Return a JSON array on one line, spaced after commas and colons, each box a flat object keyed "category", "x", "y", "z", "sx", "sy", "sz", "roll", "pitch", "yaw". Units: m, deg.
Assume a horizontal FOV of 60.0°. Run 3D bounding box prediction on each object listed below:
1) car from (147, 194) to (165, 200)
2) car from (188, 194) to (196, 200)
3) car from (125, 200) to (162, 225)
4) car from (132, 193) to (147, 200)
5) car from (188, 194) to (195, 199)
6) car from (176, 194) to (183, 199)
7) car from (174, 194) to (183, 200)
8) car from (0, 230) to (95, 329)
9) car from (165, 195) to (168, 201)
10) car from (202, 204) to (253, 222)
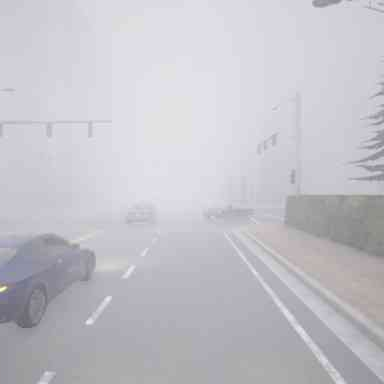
[{"category": "car", "x": -7.022, "y": 1.364, "z": 65.370, "sx": 1.882, "sy": 1.535, "sz": 5.008, "roll": 0, "pitch": 0, "yaw": 0}, {"category": "car", "x": -0.016, "y": 1.331, "z": 83.920, "sx": 1.882, "sy": 1.535, "sz": 5.008, "roll": 0, "pitch": 0, "yaw": 0}, {"category": "car", "x": -3.438, "y": 1.507, "z": 23.634, "sx": 2.033, "sy": 1.411, "sz": 5.357, "roll": 0, "pitch": 0, "yaw": 0}, {"category": "car", "x": -10.520, "y": 1.447, "z": 65.313, "sx": 1.994, "sy": 1.385, "sz": 4.181, "roll": 0, "pitch": 0, "yaw": 0}, {"category": "car", "x": -0.018, "y": 1.212, "z": 93.315, "sx": 1.882, "sy": 1.535, "sz": 5.008, "roll": 0, "pitch": 0, "yaw": 0}, {"category": "car", "x": -3.518, "y": 1.259, "z": 93.315, "sx": 1.812, "sy": 1.442, "sz": 4.674, "roll": 0, "pitch": 0, "yaw": 0}, {"category": "car", "x": -3.516, "y": 1.404, "z": 84.773, "sx": 1.994, "sy": 1.385, "sz": 4.181, "roll": 0, "pitch": 0, "yaw": 0}, {"category": "car", "x": -3.449, "y": 1.514, "z": 6.802, "sx": 1.812, "sy": 1.442, "sz": 4.674, "roll": 0, "pitch": 0, "yaw": 1}, {"category": "car", "x": -7.015, "y": 1.331, "z": 80.895, "sx": 1.882, "sy": 1.535, "sz": 5.008, "roll": 0, "pitch": 0, "yaw": 0}, {"category": "car", "x": 2.945, "y": 1.556, "z": 25.986, "sx": 1.895, "sy": 1.301, "sz": 4.718, "roll": 0, "pitch": 0, "yaw": 40}]
